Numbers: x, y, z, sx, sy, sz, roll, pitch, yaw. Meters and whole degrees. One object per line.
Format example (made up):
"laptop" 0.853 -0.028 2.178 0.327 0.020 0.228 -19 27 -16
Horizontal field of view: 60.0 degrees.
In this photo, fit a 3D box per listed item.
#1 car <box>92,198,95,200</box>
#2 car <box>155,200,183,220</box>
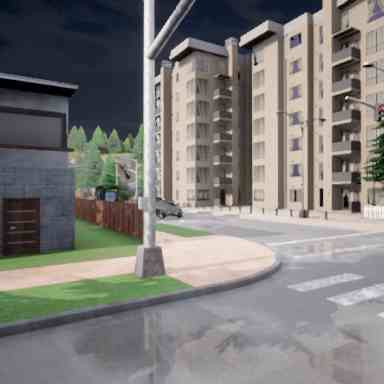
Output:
"car" -13.180 1.491 47.746 2.128 1.511 4.902 0 0 -29
"car" -2.486 1.504 28.750 1.837 1.490 4.892 0 0 -30
